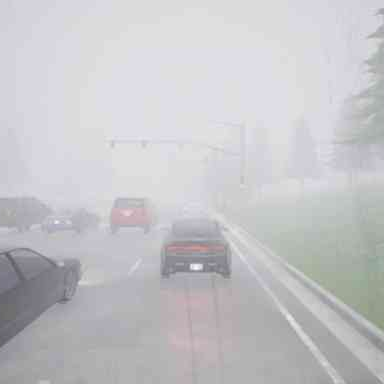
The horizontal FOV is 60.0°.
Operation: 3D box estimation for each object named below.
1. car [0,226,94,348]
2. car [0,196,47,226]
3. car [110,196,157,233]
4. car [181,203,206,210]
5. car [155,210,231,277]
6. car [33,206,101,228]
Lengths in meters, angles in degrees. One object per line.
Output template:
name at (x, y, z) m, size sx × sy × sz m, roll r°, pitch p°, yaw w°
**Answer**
car at (-3.399, 1.561, 5.231) m, size 2.033 × 1.411 × 5.357 m, roll 0°, pitch 0°, yaw 0°
car at (-10.396, 1.275, 20.208) m, size 2.150 × 2.045 × 5.566 m, roll 0°, pitch 0°, yaw 0°
car at (-3.393, 1.274, 20.105) m, size 2.150 × 2.045 × 5.566 m, roll 0°, pitch 0°, yaw 0°
car at (0.106, 1.591, 25.983) m, size 1.812 × 1.442 × 4.674 m, roll 0°, pitch 0°, yaw 0°
car at (0.104, 1.532, 10.323) m, size 1.837 × 1.490 × 4.892 m, roll 0°, pitch 0°, yaw 0°
car at (-6.903, 1.597, 19.492) m, size 2.033 × 1.411 × 5.357 m, roll 0°, pitch 0°, yaw 0°
